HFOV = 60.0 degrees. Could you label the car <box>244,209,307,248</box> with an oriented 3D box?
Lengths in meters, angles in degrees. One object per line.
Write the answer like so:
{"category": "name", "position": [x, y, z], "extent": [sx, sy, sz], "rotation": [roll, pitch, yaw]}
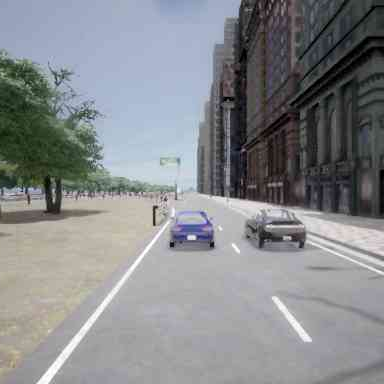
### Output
{"category": "car", "position": [3.500, 1.492, 14.650], "extent": [2.128, 1.511, 4.902], "rotation": [0, 0, 0]}

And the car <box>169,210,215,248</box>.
{"category": "car", "position": [0.001, 1.530, 14.651], "extent": [1.812, 1.442, 4.674], "rotation": [0, 0, 0]}
